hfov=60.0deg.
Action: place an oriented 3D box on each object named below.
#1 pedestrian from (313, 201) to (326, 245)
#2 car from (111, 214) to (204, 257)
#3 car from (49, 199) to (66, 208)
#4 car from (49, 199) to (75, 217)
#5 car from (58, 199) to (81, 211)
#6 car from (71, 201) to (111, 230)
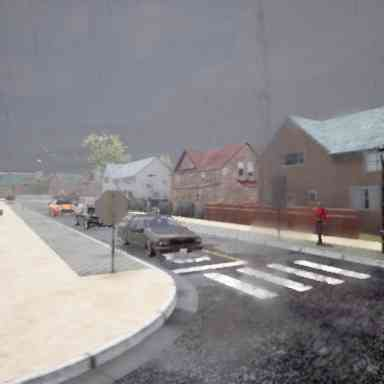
[{"bbox_3d":[5.285,1.264,13.770,0.375,1.860,0.375,1,-1,-31],"label":"pedestrian"},{"bbox_3d":[-1.554,1.641,13.861,2.033,1.411,5.357,0,0,-29],"label":"car"},{"bbox_3d":[-22.160,1.810,54.562,1.895,1.301,4.718,0,0,-30],"label":"car"},{"bbox_3d":[-12.688,1.496,32.797,2.097,1.767,4.553,0,0,-30],"label":"car"},{"bbox_3d":[-16.816,1.738,45.532,2.033,1.411,5.357,0,0,-31],"label":"car"},{"bbox_3d":[-6.547,1.620,22.389,1.837,1.490,4.892,0,1,-31],"label":"car"}]
